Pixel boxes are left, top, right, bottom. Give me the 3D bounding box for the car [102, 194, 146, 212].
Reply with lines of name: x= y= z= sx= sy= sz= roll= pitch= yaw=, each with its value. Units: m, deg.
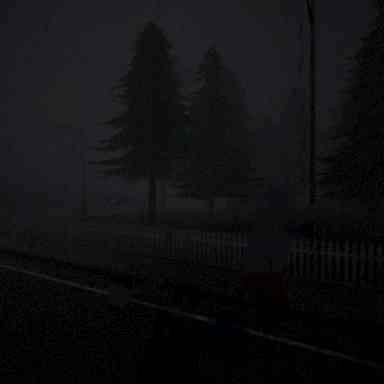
car: x=-7.616 y=1.196 z=37.851 sx=2.150 sy=2.045 sz=5.566 roll=0 pitch=0 yaw=34
